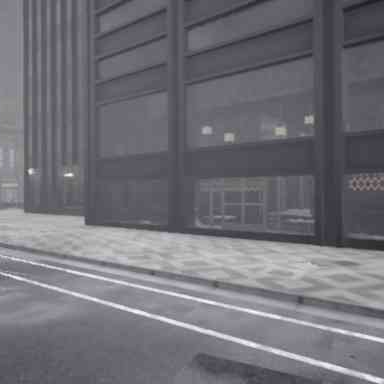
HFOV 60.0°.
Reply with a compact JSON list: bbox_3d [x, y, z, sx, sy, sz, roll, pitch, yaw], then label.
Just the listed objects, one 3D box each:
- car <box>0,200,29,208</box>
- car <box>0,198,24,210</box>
[{"bbox_3d":[-32.046,2.198,59.893,2.008,1.369,4.403,-1,-2,36],"label":"car"},{"bbox_3d":[-27.842,1.846,51.114,2.192,1.841,5.009,-1,-2,36],"label":"car"}]
